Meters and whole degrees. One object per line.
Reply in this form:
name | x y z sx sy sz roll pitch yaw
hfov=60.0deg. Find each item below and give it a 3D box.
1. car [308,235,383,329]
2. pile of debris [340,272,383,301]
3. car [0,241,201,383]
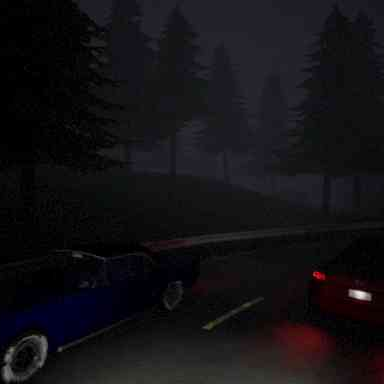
car | 4.008 1.568 6.621 1.994 1.385 4.181 1 1 44
pile of debris | 4.580 2.185 7.627 1.860 0.140 1.500 0 0 -39
car | -1.833 1.607 5.631 1.895 1.301 4.718 0 0 34
